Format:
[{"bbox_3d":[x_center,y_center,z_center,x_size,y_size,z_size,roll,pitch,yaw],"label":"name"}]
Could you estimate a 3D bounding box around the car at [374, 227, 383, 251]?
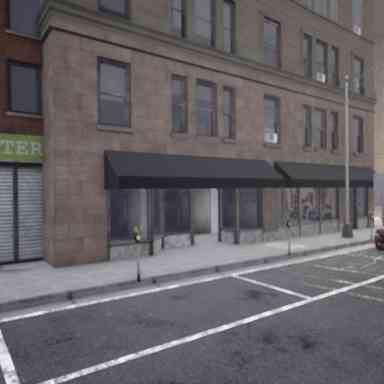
[{"bbox_3d":[8.838,1.533,12.978,4.507,1.381,1.887,0,-1,-36],"label":"car"}]
